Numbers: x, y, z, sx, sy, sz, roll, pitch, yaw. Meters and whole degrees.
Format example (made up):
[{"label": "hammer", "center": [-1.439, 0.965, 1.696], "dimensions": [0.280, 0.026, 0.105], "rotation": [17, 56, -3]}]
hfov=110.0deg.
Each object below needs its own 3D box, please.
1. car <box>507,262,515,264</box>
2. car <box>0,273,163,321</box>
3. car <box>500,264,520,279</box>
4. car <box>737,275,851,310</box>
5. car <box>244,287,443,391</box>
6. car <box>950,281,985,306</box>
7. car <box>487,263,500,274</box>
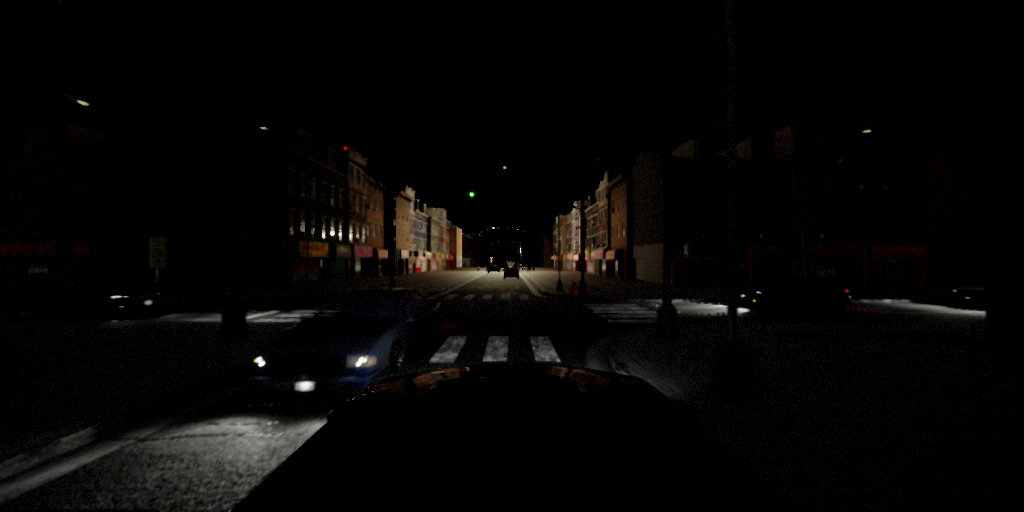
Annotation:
[{"label": "car", "center": [-0.098, 1.894, 46.100], "dimensions": [1.751, 1.417, 4.829], "rotation": [0, 0, 0]}, {"label": "car", "center": [-15.128, 1.353, 12.514], "dimensions": [4.902, 1.511, 2.128], "rotation": [0, -1, 0]}, {"label": "car", "center": [-0.068, 1.856, 40.325], "dimensions": [1.948, 1.339, 4.313], "rotation": [0, 0, 0]}, {"label": "car", "center": [11.984, 1.544, 15.542], "dimensions": [4.181, 1.385, 1.994], "rotation": [0, -1, 0]}, {"label": "car", "center": [-2.741, 1.377, 7.418], "dimensions": [2.033, 1.411, 5.357], "rotation": [0, -1, 0]}, {"label": "car", "center": [22.111, 1.539, 15.572], "dimensions": [4.674, 1.442, 1.812], "rotation": [0, -1, 0]}, {"label": "car", "center": [-2.783, 1.840, 55.391], "dimensions": [1.882, 1.535, 5.008], "rotation": [0, -1, 0]}]
